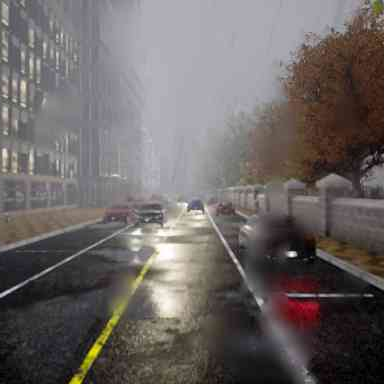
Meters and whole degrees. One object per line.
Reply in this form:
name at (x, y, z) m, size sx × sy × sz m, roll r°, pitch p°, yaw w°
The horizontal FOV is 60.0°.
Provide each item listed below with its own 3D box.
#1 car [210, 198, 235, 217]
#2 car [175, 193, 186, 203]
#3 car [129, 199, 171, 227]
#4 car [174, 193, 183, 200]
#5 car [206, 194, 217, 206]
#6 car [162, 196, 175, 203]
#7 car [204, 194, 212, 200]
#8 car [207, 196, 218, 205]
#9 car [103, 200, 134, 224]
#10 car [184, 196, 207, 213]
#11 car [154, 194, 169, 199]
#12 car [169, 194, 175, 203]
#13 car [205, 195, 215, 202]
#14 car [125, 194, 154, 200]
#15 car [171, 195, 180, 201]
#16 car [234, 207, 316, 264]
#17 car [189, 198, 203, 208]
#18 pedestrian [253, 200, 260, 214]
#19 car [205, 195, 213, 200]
car at (2.944, 1.484, 30.323) m, size 1.887 × 1.381 × 4.507 m, roll 0°, pitch 0°, yaw 1°
car at (-1.773, 1.374, 63.179) m, size 1.837 × 1.490 × 4.892 m, roll 0°, pitch 0°, yaw 2°
car at (-2.708, 1.459, 22.627) m, size 1.837 × 1.490 × 4.892 m, roll 0°, pitch 0°, yaw 1°
car at (-3.692, 1.130, 91.656) m, size 2.192 × 1.841 × 5.009 m, roll 0°, pitch 0°, yaw 1°
car at (3.417, 1.440, 52.881) m, size 1.887 × 1.381 × 4.507 m, roll 0°, pitch 0°, yaw 2°
car at (-4.448, 1.423, 63.491) m, size 2.008 × 1.369 × 4.403 m, roll 0°, pitch 0°, yaw 2°
car at (4.491, 1.366, 92.230) m, size 2.008 × 1.369 × 4.403 m, roll 0°, pitch 0°, yaw 1°
car at (3.574, 1.450, 58.519) m, size 1.947 × 1.339 × 4.313 m, roll 0°, pitch 0°, yaw 2°
car at (-5.165, 1.495, 24.130) m, size 1.887 × 1.381 × 4.507 m, roll 0°, pitch 0°, yaw 1°
car at (0.414, 1.454, 35.721) m, size 1.812 × 1.442 × 4.674 m, roll 0°, pitch 0°, yaw 1°
car at (-4.913, 1.221, 46.631) m, size 2.192 × 1.841 × 5.009 m, roll 0°, pitch 0°, yaw 1°
car at (-4.619, 1.434, 57.873) m, size 2.008 × 1.369 × 4.403 m, roll 0°, pitch 0°, yaw 2°
car at (4.090, 1.401, 75.378) m, size 2.008 × 1.369 × 4.403 m, roll 0°, pitch 0°, yaw 2°
car at (-5.090, 1.254, 29.755) m, size 2.192 × 1.841 × 5.009 m, roll 0°, pitch 0°, yaw 1°
car at (-3.948, 1.390, 80.379) m, size 2.008 × 1.369 × 4.403 m, roll 0°, pitch 0°, yaw 2°
car at (2.786, 1.482, 11.680) m, size 1.837 × 1.490 × 4.892 m, roll 0°, pitch 0°, yaw 0°
car at (0.576, 1.507, 47.206) m, size 1.895 × 1.301 × 4.718 m, roll 0°, pitch 0°, yaw 2°
pedestrian at (2.807, 1.264, 14.618) m, size 0.375 × 1.860 × 0.375 m, roll 0°, pitch 0°, yaw 0°
car at (4.374, 1.409, 86.611) m, size 1.802 × 1.307 × 4.206 m, roll 0°, pitch 0°, yaw 1°
